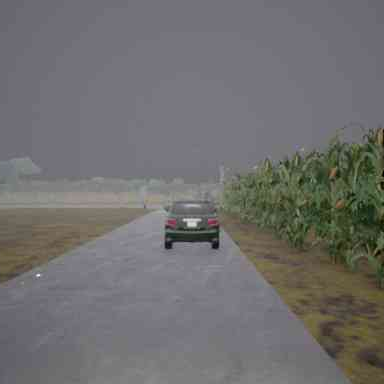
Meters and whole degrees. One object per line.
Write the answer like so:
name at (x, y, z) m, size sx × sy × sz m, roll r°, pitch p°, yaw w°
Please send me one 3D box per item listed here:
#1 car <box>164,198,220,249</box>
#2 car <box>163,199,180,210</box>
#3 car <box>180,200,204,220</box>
car at (0.001, 1.268, 14.684) m, size 2.150 × 2.045 × 5.566 m, roll 0°, pitch 0°, yaw 0°
car at (-2.749, 1.737, 45.668) m, size 1.994 × 1.385 × 4.181 m, roll 0°, pitch 0°, yaw 0°
car at (0.001, 1.547, 29.662) m, size 1.882 × 1.535 × 5.008 m, roll 0°, pitch 0°, yaw 0°
